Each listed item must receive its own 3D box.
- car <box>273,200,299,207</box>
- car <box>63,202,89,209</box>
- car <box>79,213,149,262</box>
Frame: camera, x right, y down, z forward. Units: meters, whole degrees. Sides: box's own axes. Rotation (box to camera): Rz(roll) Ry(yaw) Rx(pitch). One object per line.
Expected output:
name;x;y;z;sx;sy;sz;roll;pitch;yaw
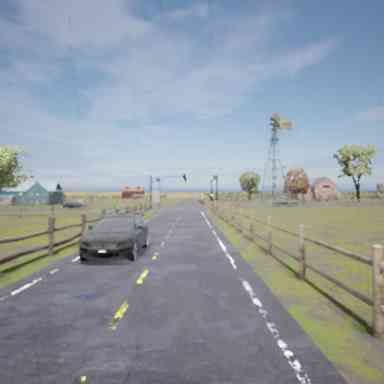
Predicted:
car;18.480;2.197;65.493;4.718;1.301;1.895;-1;0;0
car;-22.755;2.646;65.392;4.892;1.490;1.837;-1;0;0
car;-2.850;1.640;13.059;1.882;1.535;5.008;0;-1;0
